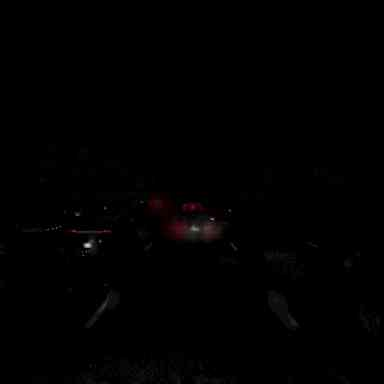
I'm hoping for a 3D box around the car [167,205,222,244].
[{"bbox_3d":[0.097,1.590,15.950,2.033,1.411,5.357,0,0,0],"label":"car"}]

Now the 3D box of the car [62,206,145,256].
[{"bbox_3d":[-3.403,1.528,13.292,2.128,1.511,4.902,0,0,0],"label":"car"}]

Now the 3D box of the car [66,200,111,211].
[{"bbox_3d":[-6.905,1.410,22.186,2.097,1.767,4.553,0,0,0],"label":"car"}]

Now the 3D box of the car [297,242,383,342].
[{"bbox_3d":[3.598,1.618,6.435,1.895,1.301,4.718,0,0,0],"label":"car"}]

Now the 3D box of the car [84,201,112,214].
[{"bbox_3d":[-10.454,1.700,37.450,1.895,1.301,4.718,0,0,0],"label":"car"}]

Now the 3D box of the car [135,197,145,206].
[{"bbox_3d":[-7.013,1.480,48.676,2.097,1.767,4.553,0,0,0],"label":"car"}]

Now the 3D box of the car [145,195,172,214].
[{"bbox_3d":[-3.450,1.320,36.833,2.150,2.045,5.566,0,0,0],"label":"car"}]

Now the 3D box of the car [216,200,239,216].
[{"bbox_3d":[3.567,1.582,33.931,2.128,1.511,4.902,0,0,0],"label":"car"}]

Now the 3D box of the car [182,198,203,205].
[{"bbox_3d":[0.057,1.442,34.337,2.097,1.767,4.553,0,0,0],"label":"car"}]

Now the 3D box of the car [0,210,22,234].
[{"bbox_3d":[-10.403,1.551,16.680,1.837,1.490,4.892,0,0,0],"label":"car"}]
